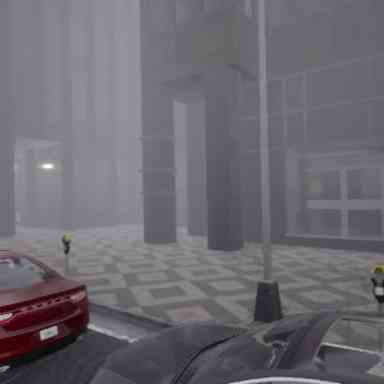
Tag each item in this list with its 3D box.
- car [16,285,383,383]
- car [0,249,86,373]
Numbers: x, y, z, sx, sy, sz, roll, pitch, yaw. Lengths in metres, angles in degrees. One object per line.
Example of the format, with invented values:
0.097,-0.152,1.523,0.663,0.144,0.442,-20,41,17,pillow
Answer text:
1.045,1.545,2.130,4.403,1.369,2.008,-1,-1,35,car
-3.575,1.609,5.338,4.507,1.381,1.887,-1,-1,35,car
